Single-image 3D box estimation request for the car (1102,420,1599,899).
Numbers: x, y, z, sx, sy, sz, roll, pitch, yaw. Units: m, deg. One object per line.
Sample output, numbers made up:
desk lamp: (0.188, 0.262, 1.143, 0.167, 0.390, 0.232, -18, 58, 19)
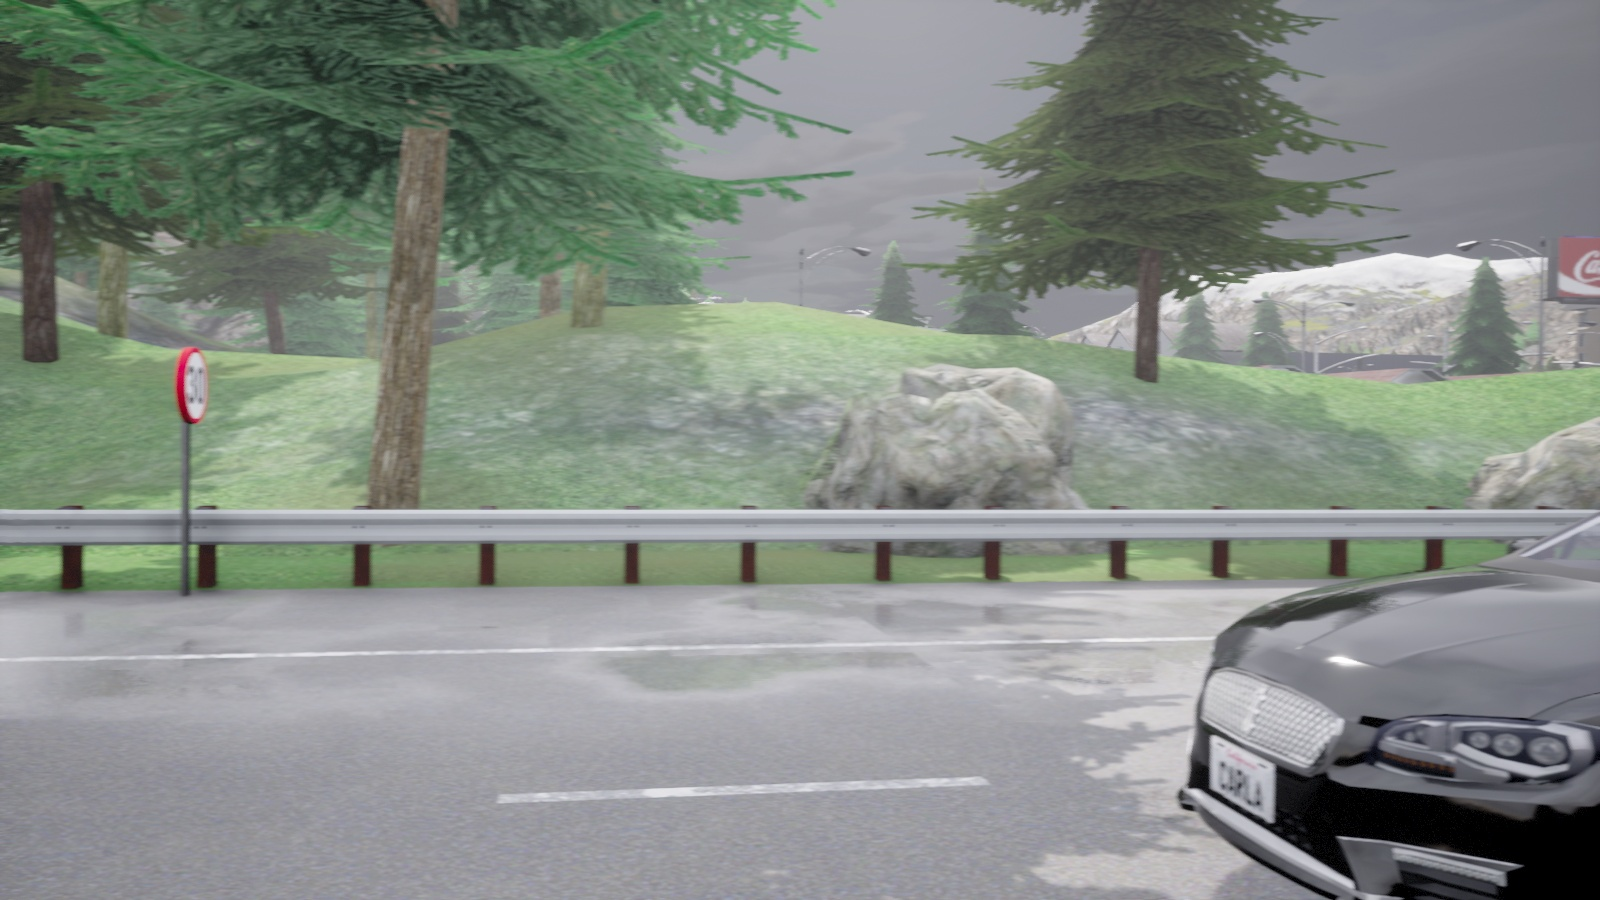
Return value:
car: (3.776, 0.644, 4.252, 4.902, 1.511, 2.128, -1, 1, -9)
